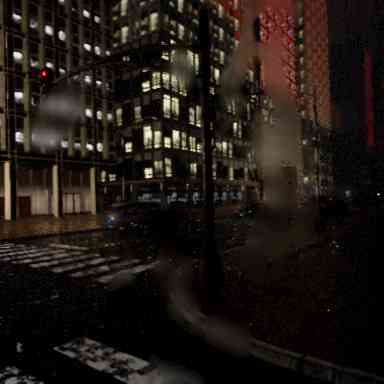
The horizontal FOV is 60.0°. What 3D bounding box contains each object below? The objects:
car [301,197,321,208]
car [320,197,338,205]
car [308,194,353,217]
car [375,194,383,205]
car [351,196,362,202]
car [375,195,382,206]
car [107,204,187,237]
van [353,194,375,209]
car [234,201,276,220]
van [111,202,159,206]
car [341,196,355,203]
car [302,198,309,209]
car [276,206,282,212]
[{"bbox_3d":[19.167,1.641,53.446,1.967,1.590,4.097,-2,-1,36],"label":"car"},{"bbox_3d":[25.718,1.738,62.410,2.008,1.369,4.403,-2,-1,36],"label":"car"},{"bbox_3d":[12.833,1.279,30.579,2.192,1.841,5.009,-2,-1,36],"label":"car"},{"bbox_3d":[29.202,1.239,52.992,2.192,1.841,5.009,-2,-1,36],"label":"car"},{"bbox_3d":[42.089,1.739,84.822,1.802,1.307,4.206,-2,-1,36],"label":"car"},{"bbox_3d":[25.935,1.482,48.504,2.008,1.369,4.403,-2,-1,36],"label":"car"},{"bbox_3d":[-2.288,1.656,19.676,1.882,1.535,5.008,-2,-1,36],"label":"car"},{"bbox_3d":[22.655,1.280,44.026,1.690,1.788,3.998,-2,-1,36],"label":"van"},{"bbox_3d":[5.631,1.682,30.493,1.812,1.442,4.674,-2,-1,36],"label":"car"},{"bbox_3d":[-3.753,1.601,22.069,1.690,1.788,3.998,-2,-1,36],"label":"van"},{"bbox_3d":[35.540,1.719,75.857,2.008,1.369,4.403,-2,-1,36],"label":"car"},{"bbox_3d":[17.812,1.338,47.047,2.150,2.045,5.566,-2,-1,36],"label":"car"},{"bbox_3d":[9.248,1.750,39.859,1.752,1.417,4.829,-2,-1,36],"label":"car"}]
